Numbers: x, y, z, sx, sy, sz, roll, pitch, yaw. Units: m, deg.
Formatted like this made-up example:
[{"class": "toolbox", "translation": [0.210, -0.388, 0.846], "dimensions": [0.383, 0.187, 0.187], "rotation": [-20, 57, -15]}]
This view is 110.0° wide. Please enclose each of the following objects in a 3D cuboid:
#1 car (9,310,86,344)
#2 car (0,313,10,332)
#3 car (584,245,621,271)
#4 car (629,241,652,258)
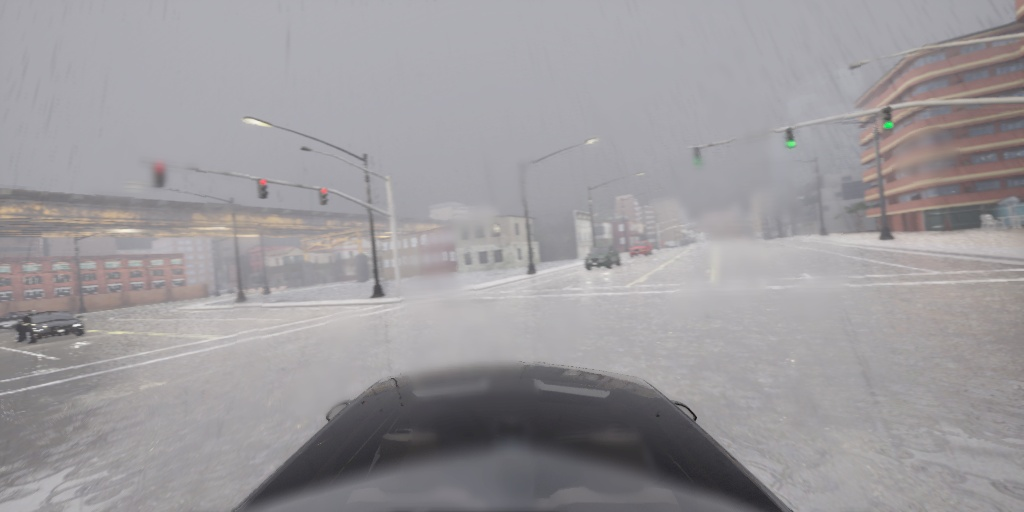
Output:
[{"class": "car", "translation": [-25.346, 3.816, 19.646], "dimensions": [4.892, 1.490, 1.837], "rotation": [-6, 0, 29]}, {"class": "car", "translation": [-41.077, 5.379, 29.932], "dimensions": [2.128, 1.511, 4.902], "rotation": [-5, 0, -41]}, {"class": "car", "translation": [8.400, 0.137, 33.011], "dimensions": [2.150, 2.045, 5.566], "rotation": [-6, 1, 30]}, {"class": "car", "translation": [17.559, -0.965, 48.893], "dimensions": [2.150, 2.045, 5.566], "rotation": [-6, 1, 30]}]
